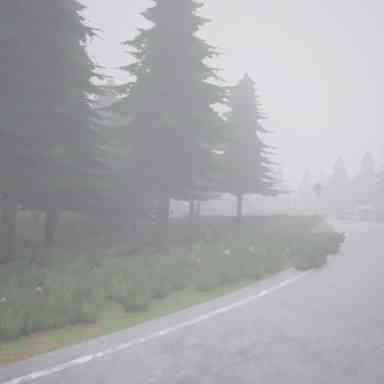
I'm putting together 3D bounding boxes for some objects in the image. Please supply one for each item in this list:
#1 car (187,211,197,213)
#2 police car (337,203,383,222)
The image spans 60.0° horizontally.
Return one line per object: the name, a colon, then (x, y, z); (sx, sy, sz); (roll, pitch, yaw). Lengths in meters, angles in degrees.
car: (0.572, 3.561, 49.952); (5.357, 1.411, 2.033); (-5, -8, 40)
police car: (15.363, 1.905, 30.883); (1.930, 1.638, 5.238); (4, -4, -6)
